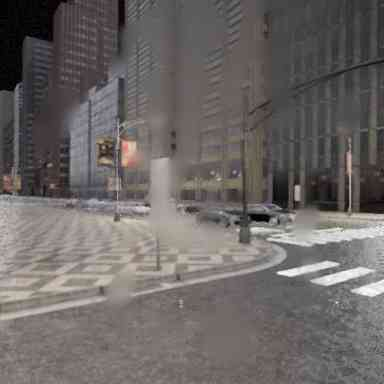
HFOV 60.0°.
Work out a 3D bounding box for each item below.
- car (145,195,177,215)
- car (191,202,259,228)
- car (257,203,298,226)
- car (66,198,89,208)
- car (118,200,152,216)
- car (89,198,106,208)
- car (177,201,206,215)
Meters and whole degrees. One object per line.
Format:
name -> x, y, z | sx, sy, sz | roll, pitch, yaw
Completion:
car -> -3.301, 1.352, 35.899 | 2.150, 2.045, 5.566 | 1, 0, -35
car -> 2.129, 1.612, 22.684 | 1.994, 1.385, 4.181 | 1, -1, -36
car -> 5.285, 1.567, 23.872 | 2.128, 1.511, 4.902 | 1, -1, -36
car -> -17.812, 1.720, 50.801 | 1.812, 1.442, 4.674 | 1, -1, -35
car -> -5.809, 1.703, 33.804 | 1.895, 1.301, 4.718 | 1, -1, -35
car -> -15.166, 1.750, 52.688 | 1.812, 1.442, 4.674 | 1, -1, -35
car -> 0.918, 1.703, 35.897 | 2.033, 1.411, 5.357 | 1, -1, -35
